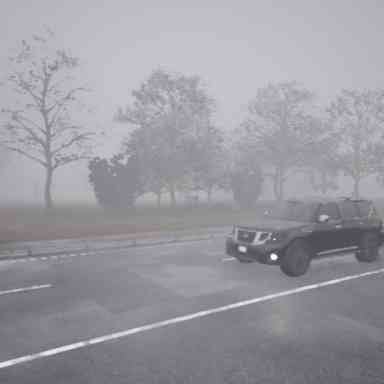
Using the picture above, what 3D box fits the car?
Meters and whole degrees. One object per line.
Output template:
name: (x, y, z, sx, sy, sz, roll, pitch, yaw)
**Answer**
car: (3.725, 1.189, 10.458, 5.566, 2.045, 2.150, 0, 0, -32)
